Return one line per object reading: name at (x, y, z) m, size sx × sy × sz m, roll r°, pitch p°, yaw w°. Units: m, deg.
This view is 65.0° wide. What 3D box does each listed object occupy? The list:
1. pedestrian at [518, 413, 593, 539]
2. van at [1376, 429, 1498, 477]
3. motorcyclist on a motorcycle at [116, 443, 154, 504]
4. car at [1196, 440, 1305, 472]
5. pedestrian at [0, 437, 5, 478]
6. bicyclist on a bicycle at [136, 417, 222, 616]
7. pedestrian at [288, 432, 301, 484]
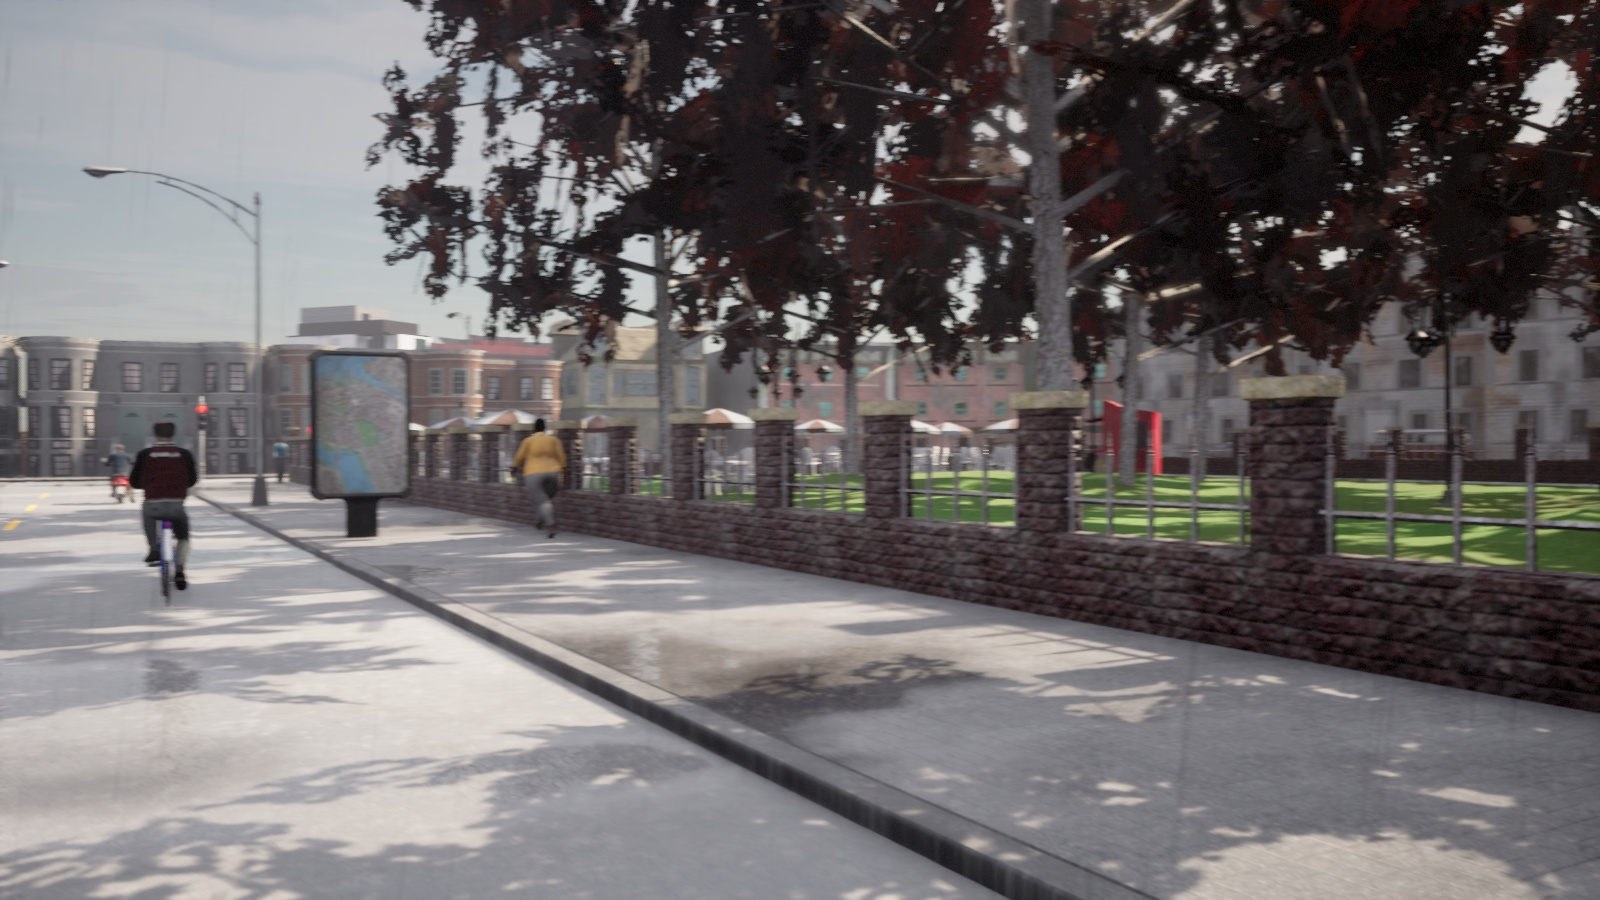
pedestrian at (-3.721, 0.378, 19.061) m, size 0.874 × 1.855 × 0.900 m, roll 0°, pitch 0°, yaw -29°
van at (27.251, 0.105, 53.905) m, size 1.775 × 1.987 × 4.442 m, roll 0°, pitch 0°, yaw -29°
motorcyclist on a motorcycle at (-17.982, 0.612, 33.957) m, size 0.866 × 1.590 × 1.817 m, roll 0°, pitch 0°, yaw -29°
car at (22.416, 0.286, 62.688) m, size 2.128 × 1.511 × 4.902 m, roll 0°, pitch 0°, yaw -29°
pedestrian at (-36.327, 0.338, 56.620) m, size 0.726 × 1.842 × 0.402 m, roll 0°, pitch 0°, yaw -24°
bicyclist on a bicycle at (-6.021, 0.584, 12.127) m, size 0.659 × 1.776 × 1.843 m, roll 0°, pitch 1°, yaw -29°
pedestrian at (-19.125, 0.305, 47.544) m, size 0.396 × 1.930 × 0.692 m, roll 0°, pitch 0°, yaw -27°
